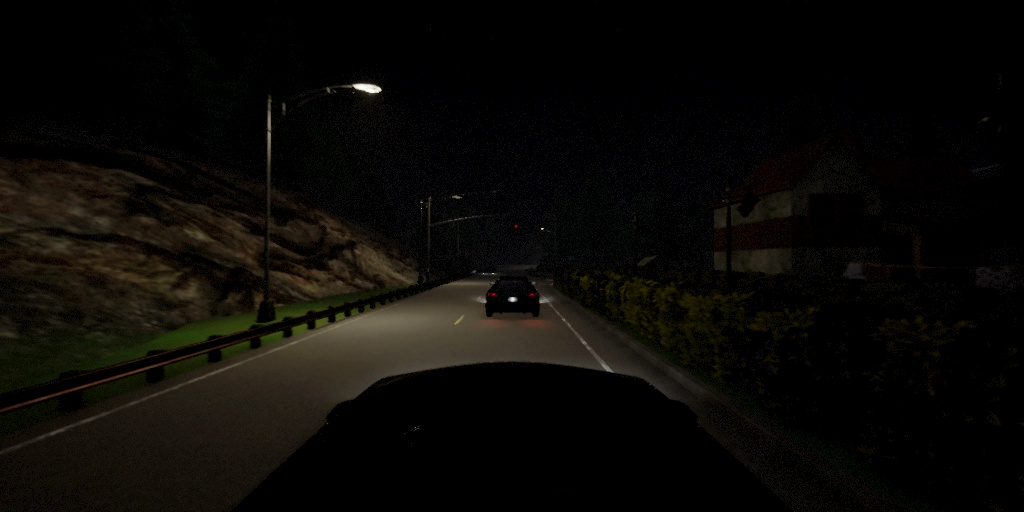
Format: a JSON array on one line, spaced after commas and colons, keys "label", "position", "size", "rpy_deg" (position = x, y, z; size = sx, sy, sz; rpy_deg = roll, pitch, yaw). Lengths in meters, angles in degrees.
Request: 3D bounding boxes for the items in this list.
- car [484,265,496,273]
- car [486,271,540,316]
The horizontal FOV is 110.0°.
[{"label": "car", "position": [-3.559, 2.097, 58.775], "size": [2.033, 1.411, 5.357], "rpy_deg": [0, -1, 1]}, {"label": "car", "position": [0.043, 1.492, 14.351], "size": [1.994, 1.385, 4.181], "rpy_deg": [0, -1, 1]}]
